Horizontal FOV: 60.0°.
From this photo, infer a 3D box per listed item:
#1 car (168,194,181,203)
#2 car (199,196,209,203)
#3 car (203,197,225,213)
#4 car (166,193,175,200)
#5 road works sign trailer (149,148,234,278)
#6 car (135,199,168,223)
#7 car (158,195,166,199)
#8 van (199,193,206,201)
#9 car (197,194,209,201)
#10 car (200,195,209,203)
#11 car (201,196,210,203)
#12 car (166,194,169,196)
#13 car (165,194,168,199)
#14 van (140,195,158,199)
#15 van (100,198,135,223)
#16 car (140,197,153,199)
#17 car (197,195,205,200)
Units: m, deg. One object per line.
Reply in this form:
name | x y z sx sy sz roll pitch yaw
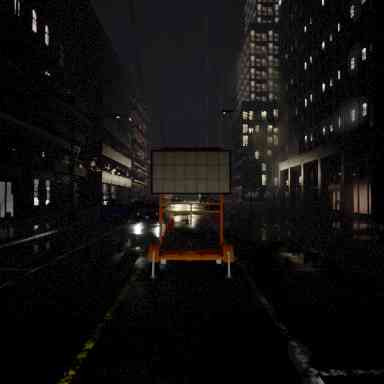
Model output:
car | -3.168 1.510 67.092 1.994 1.385 4.181 0 0 0
car | 2.528 1.491 70.702 2.008 1.369 4.403 1 0 0
car | 2.614 1.537 36.514 2.008 1.369 4.403 1 0 0
car | -5.904 1.212 93.594 2.192 1.841 5.009 1 0 0
road works sign trailer | -0.025 0.465 10.128 2.380 3.560 2.880 0 0 0
car | -3.165 1.519 25.712 1.812 1.442 4.674 0 0 0
car | -5.810 1.518 53.705 2.008 1.369 4.403 1 0 0
van | 2.514 1.261 82.098 1.690 1.788 3.998 1 0 0
car | 2.547 1.264 65.005 2.192 1.841 5.009 1 0 0
car | 2.586 1.519 47.910 1.887 1.381 4.507 1 0 0
car | 2.599 1.532 42.212 2.008 1.369 4.403 1 0 0
car | -5.876 1.234 82.199 2.192 1.841 5.009 1 0 0
car | -5.824 1.540 59.402 1.802 1.307 4.206 1 0 0
van | -5.777 1.322 42.307 1.690 1.788 3.998 1 0 0
van | -5.735 1.335 25.209 1.690 1.788 3.998 1 0 0
car | -5.768 1.552 36.610 1.947 1.339 4.313 1 0 0
car | 2.462 1.474 87.796 1.947 1.339 4.313 1 0 0
